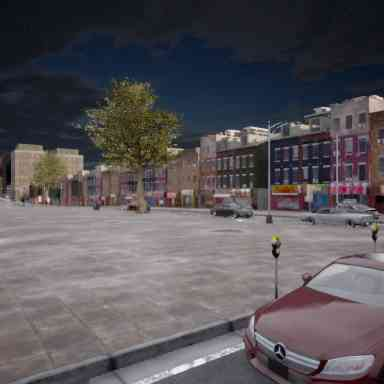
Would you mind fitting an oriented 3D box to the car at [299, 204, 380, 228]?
[{"bbox_3d":[9.890,1.730,22.972,1.895,1.301,4.718,0,-1,-36],"label":"car"}]

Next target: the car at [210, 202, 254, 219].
[{"bbox_3d":[3.695,1.768,31.622,1.837,1.490,4.892,0,-1,-36],"label":"car"}]

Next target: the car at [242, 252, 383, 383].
[{"bbox_3d":[2.595,1.582,4.653,4.206,1.307,1.802,0,0,-35],"label":"car"}]

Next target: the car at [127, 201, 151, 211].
[{"bbox_3d":[-7.626,2.075,47.495,1.882,1.535,5.008,0,-1,-35],"label":"car"}]
